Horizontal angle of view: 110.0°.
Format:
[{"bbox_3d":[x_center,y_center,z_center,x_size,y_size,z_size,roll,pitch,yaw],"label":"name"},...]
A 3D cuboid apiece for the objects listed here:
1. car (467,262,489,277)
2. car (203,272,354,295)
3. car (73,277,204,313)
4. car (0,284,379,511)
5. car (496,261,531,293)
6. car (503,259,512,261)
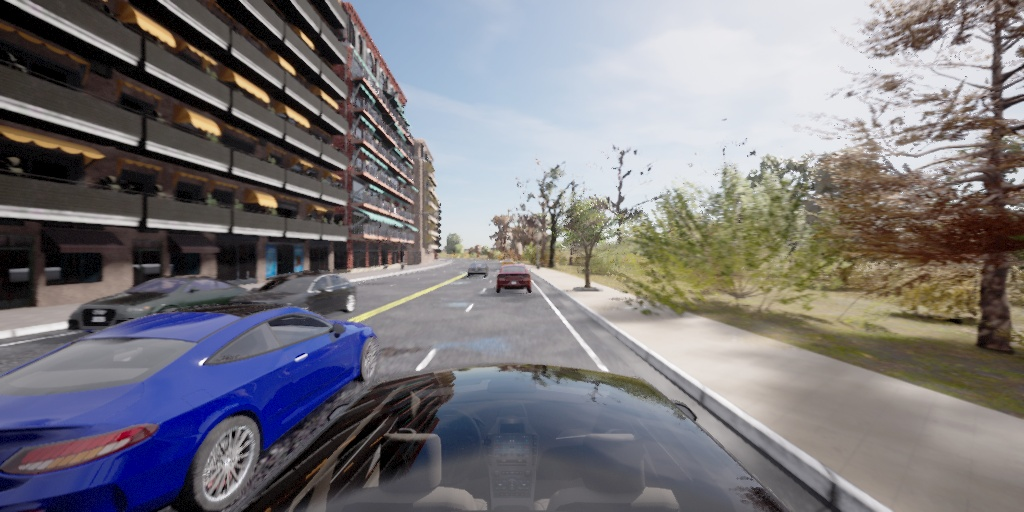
[{"bbox_3d":[-3.272,1.304,34.964,2.033,1.411,5.357,0,0,-1],"label":"car"},{"bbox_3d":[-6.502,1.280,11.129,1.837,1.490,4.892,0,0,0],"label":"car"},{"bbox_3d":[-9.758,1.316,10.465,1.994,1.385,4.181,0,0,0],"label":"car"},{"bbox_3d":[-3.150,1.276,4.157,1.812,1.442,4.674,0,0,0],"label":"car"},{"bbox_3d":[0.093,1.231,20.974,1.882,1.535,5.008,0,0,0],"label":"car"},{"bbox_3d":[-0.745,1.234,55.397,1.882,1.535,5.008,0,0,-3],"label":"car"}]
